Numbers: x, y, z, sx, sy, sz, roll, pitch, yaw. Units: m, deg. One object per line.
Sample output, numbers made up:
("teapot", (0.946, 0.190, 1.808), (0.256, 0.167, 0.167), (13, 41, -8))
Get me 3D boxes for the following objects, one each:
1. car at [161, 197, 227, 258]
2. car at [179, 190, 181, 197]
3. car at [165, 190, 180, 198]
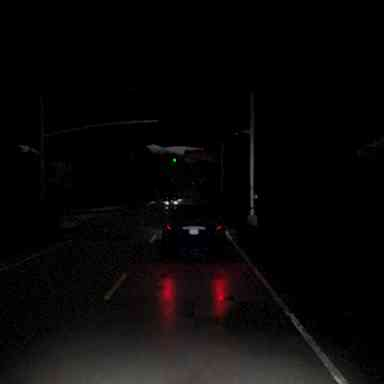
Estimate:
("car", (0.071, 1.230, 12.422), (2.097, 1.767, 4.553), (0, 1, 0))
("car", (-3.528, 0.504, 74.190), (2.150, 2.045, 5.566), (0, 1, 0))
("car", (-3.569, 0.932, 58.742), (1.837, 1.490, 4.892), (0, 1, 0))
